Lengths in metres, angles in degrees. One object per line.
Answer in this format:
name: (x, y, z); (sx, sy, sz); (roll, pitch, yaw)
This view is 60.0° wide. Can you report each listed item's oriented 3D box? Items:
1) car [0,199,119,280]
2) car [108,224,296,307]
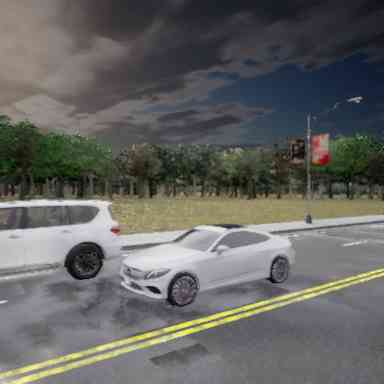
car: (-4.540, 1.224, 8.433); (5.566, 2.045, 2.150); (0, 0, -36)
car: (0.588, 1.535, 8.098); (4.674, 1.442, 1.812); (0, 0, -35)
